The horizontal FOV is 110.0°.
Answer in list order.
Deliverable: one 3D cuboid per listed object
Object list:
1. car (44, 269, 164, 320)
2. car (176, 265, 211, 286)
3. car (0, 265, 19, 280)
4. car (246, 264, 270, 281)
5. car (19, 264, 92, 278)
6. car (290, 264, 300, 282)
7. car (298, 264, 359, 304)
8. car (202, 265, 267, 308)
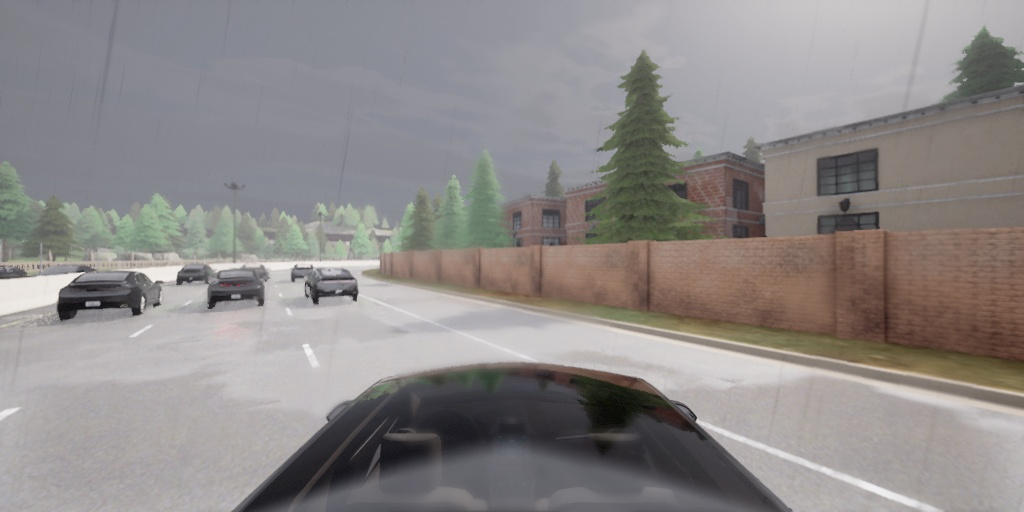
[{"bbox_3d":[-14.419,1.313,13.121,1.837,1.490,4.892,0,-2,-35],"label":"car"},{"bbox_3d":[-24.074,1.398,27.556,1.837,1.490,4.892,0,-1,-31],"label":"car"},{"bbox_3d":[-33.914,1.363,23.142,2.128,1.511,4.902,0,0,-31],"label":"car"},{"bbox_3d":[-21.152,1.396,29.483,2.128,1.511,4.902,0,0,-31],"label":"car"},{"bbox_3d":[-30.856,1.356,24.842,1.882,1.535,5.008,0,-1,-31],"label":"car"},{"bbox_3d":[-18.284,1.407,31.489,2.128,1.511,4.902,0,0,-31],"label":"car"},{"bbox_3d":[-8.671,1.324,17.102,2.128,1.511,4.902,0,-1,-34],"label":"car"},{"bbox_3d":[-12.056,1.332,15.846,1.837,1.490,4.892,0,-1,-35],"label":"car"}]
